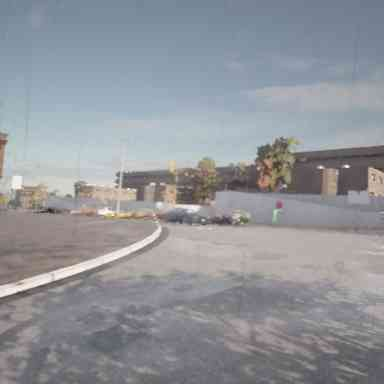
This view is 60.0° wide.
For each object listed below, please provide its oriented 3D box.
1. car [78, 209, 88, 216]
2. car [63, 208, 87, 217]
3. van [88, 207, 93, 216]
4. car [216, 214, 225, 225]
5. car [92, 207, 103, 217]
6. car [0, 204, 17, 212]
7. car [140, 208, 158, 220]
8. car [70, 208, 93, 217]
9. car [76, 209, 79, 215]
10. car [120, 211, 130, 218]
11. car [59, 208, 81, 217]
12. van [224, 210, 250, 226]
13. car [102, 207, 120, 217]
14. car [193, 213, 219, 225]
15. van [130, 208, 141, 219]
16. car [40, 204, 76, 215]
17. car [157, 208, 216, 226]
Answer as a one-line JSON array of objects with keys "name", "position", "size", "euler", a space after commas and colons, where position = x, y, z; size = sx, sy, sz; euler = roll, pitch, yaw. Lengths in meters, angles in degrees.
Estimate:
[{"name": "car", "position": [-20.935, 4.334, 71.567], "size": [2.435, 2.045, 5.566], "euler": [1, -6, 25]}, {"name": "car", "position": [-27.311, 4.839, 77.727], "size": [1.946, 1.575, 5.366], "euler": [1, -7, 25]}, {"name": "van", "position": [-18.879, 4.268, 69.378], "size": [1.878, 1.987, 4.442], "euler": [1, -6, 25]}, {"name": "car", "position": [4.223, 3.843, 46.217], "size": [2.002, 1.452, 4.674], "euler": [1, -6, 25]}, {"name": "car", "position": [-16.724, 4.183, 67.401], "size": [2.435, 2.045, 5.566], "euler": [1, -6, 25]}, {"name": "car", "position": [-35.073, 3.011, 61.838], "size": [2.033, 1.411, 5.357], "euler": [8, -7, -44]}, {"name": "car", "position": [-6.235, 3.991, 56.826], "size": [2.185, 1.767, 4.553], "euler": [2, -6, 25]}, {"name": "car", "position": [-25.119, 4.646, 75.829], "size": [2.185, 1.767, 4.553], "euler": [1, -7, 25]}, {"name": "car", "position": [-23.043, 4.713, 73.679], "size": [2.002, 1.452, 4.674], "euler": [1, -6, 25]}, {"name": "car", "position": [-10.381, 4.253, 61.183], "size": [1.946, 1.575, 5.366], "euler": [1, -6, 25]}, {"name": "car", "position": [-29.314, 4.849, 80.046], "size": [2.185, 1.767, 4.553], "euler": [0, -7, 25]}, {"name": "van", "position": [6.297, 3.505, 44.023], "size": [1.878, 1.987, 4.442], "euler": [2, -6, 25]}, {"name": "car", "position": [-14.647, 4.362, 65.241], "size": [2.097, 1.535, 5.008], "euler": [1, -6, 25]}, {"name": "car", "position": [2.133, 3.906, 48.332], "size": [2.002, 1.452, 4.674], "euler": [2, -6, 25]}, {"name": "van", "position": [-8.387, 3.936, 58.816], "size": [1.878, 1.987, 4.442], "euler": [2, -6, 25]}, {"name": "car", "position": [-18.073, 2.422, 44.751], "size": [1.882, 1.535, 5.008], "euler": [8, -6, -44]}, {"name": "car", "position": [-0.502, 2.010, 27.060], "size": [1.994, 1.385, 4.181], "euler": [8, -6, -44]}]
